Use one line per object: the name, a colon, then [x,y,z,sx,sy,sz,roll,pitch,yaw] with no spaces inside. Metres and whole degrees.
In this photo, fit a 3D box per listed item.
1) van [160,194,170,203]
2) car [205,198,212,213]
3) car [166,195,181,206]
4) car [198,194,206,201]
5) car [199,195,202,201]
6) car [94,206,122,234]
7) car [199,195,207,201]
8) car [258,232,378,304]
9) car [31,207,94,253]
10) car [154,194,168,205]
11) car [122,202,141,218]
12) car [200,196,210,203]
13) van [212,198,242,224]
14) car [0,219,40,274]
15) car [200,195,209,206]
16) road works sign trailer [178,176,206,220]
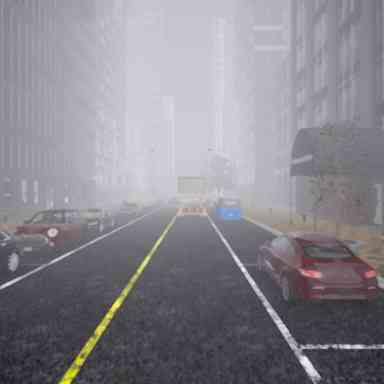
van: [-5.687,1.375,70.484,1.690,1.788,3.998,0,0,0]
car: [2.691,1.609,36.325,1.802,1.307,4.206,0,0,0]
car: [-3.055,1.563,57.813,1.812,1.442,4.674,0,0,1]
car: [2.694,1.458,87.557,1.967,1.590,4.097,0,0,0]
car: [2.693,1.588,64.787,2.008,1.369,4.403,0,0,0]
car: [-5.690,1.568,19.251,2.008,1.369,4.403,0,0,0]
car: [2.694,1.464,81.865,1.967,1.590,4.097,0,0,0]
car: [2.690,1.592,7.864,1.802,1.307,4.206,0,0,0]
car: [-5.690,1.455,13.559,1.967,1.590,4.097,0,0,0]
car: [-5.688,1.588,59.099,2.008,1.369,4.403,0,0,0]
car: [-5.690,1.606,30.636,1.802,1.307,4.206,0,0,0]
car: [2.693,1.585,70.480,2.008,1.369,4.403,0,0,0]
van: [2.691,1.362,24.941,1.690,1.788,3.998,0,0,0]
car: [-5.691,1.561,7.866,2.008,1.369,4.403,0,0,0]
car: [2.692,1.618,53.403,1.802,1.307,4.206,0,0,0]
road works sign trailer: [0.001,0.487,27.960,2.380,3.560,2.880,0,0,0]
